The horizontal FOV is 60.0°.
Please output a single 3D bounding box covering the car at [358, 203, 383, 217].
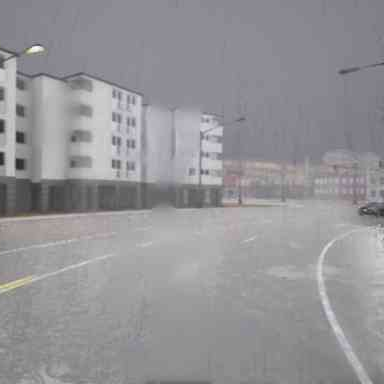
[{"bbox_3d":[19.203,1.835,34.574,4.181,1.385,1.994,1,0,-32],"label":"car"}]
